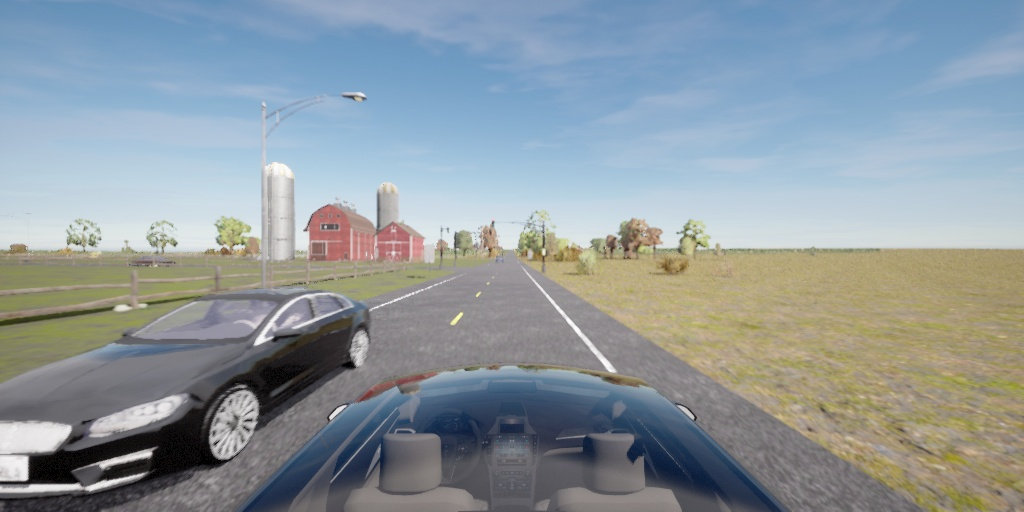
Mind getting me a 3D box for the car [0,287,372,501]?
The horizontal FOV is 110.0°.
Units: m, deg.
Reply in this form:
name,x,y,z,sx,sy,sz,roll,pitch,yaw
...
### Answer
name,x,y,z,sx,sy,sz,roll,pitch,yaw
car,-3.598,1.241,4.982,2.128,1.511,4.902,0,0,0
